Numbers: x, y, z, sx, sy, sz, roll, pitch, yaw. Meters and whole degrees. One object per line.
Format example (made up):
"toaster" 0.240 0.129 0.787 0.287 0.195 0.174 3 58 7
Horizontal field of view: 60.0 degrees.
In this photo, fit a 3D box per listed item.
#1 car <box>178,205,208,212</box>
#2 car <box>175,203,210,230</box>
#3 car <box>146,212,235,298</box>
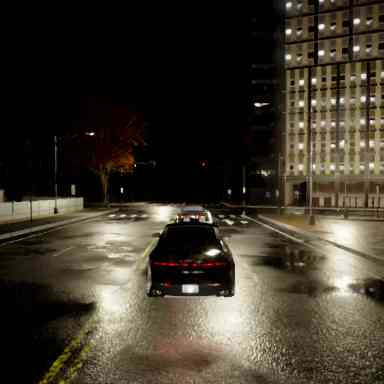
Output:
"car" 0.102 1.487 13.322 2.128 1.511 4.902 0 0 0
"car" 0.039 1.544 22.349 2.033 1.411 5.357 0 0 0
"car" -0.019 1.502 8.498 1.837 1.490 4.892 0 0 0
